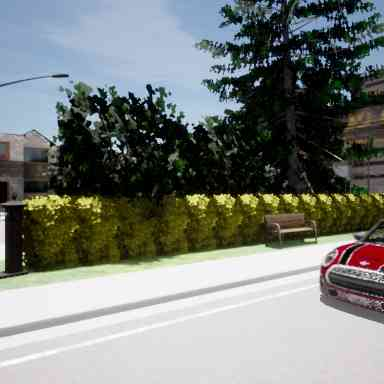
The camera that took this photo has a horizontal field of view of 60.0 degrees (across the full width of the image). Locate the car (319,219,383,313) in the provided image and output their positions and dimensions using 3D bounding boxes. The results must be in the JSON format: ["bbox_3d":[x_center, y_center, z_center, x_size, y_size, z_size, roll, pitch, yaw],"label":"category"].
[{"bbox_3d":[4.843,1.351,7.277,4.553,1.767,2.097,0,0,-35],"label":"car"}]
